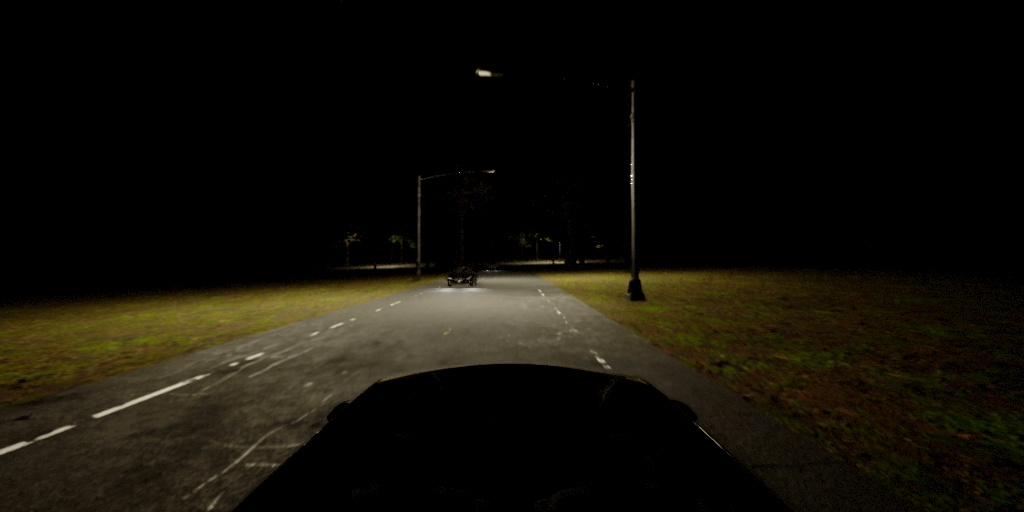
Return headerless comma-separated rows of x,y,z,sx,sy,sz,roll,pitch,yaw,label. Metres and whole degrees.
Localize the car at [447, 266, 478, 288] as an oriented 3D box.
-3.598,1.506,26.826,1.837,1.490,4.892,0,-1,0,car
